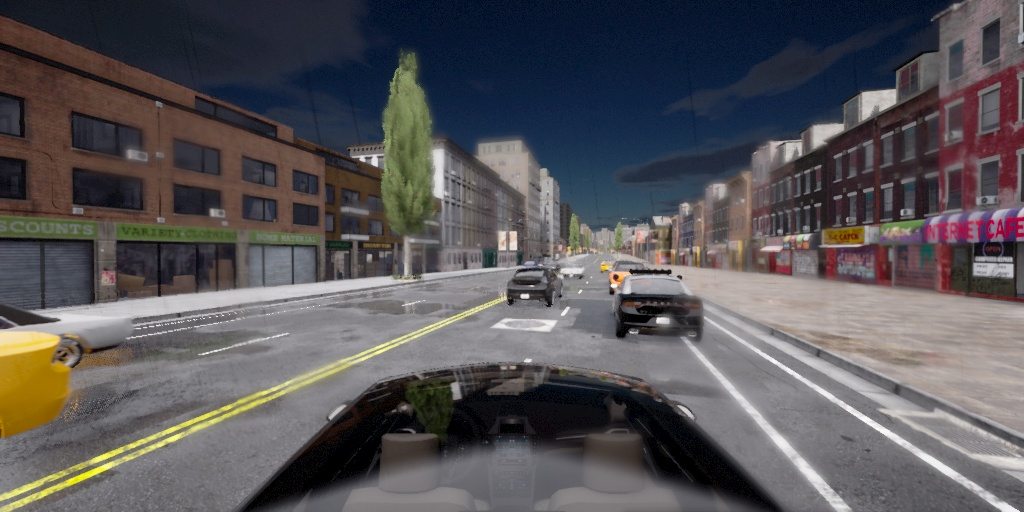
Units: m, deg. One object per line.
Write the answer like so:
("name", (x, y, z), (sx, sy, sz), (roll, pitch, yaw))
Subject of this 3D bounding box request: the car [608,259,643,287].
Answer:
("car", (7.939, 1.108, 25.437), (2.097, 1.767, 4.553), (0, 0, 15))

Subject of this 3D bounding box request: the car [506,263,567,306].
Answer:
("car", (1.121, 1.252, 15.834), (1.837, 1.490, 4.892), (0, 0, 15))

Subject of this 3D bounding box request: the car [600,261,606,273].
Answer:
("car", (12.241, 1.327, 45.352), (1.882, 1.535, 5.008), (0, 0, 15))

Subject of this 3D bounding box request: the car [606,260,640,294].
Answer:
("car", (6.400, 1.099, 19.637), (2.097, 1.767, 4.553), (0, 0, 15))

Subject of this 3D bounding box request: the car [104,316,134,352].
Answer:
("car", (-8.721, 1.351, 4.856), (1.895, 1.301, 4.718), (0, 0, 15))

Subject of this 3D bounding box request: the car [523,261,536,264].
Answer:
("car", (2.450, 1.369, 46.982), (1.812, 1.442, 4.674), (0, 0, 15))

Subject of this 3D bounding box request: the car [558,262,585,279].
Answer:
("car", (5.714, 1.378, 33.129), (1.895, 1.301, 4.718), (0, 0, 15))

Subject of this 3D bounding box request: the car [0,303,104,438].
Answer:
("car", (-6.156, 1.228, 1.846), (1.882, 1.535, 5.008), (0, 0, 15))

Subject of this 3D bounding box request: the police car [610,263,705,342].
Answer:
("police car", (3.870, 1.173, 10.106), (1.930, 1.638, 5.238), (0, 0, 15))

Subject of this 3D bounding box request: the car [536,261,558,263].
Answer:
("car", (4.725, 1.314, 42.849), (2.128, 1.511, 4.902), (0, 0, 15))
